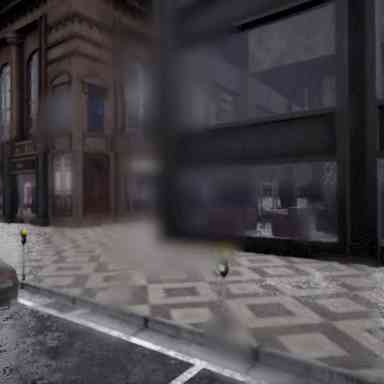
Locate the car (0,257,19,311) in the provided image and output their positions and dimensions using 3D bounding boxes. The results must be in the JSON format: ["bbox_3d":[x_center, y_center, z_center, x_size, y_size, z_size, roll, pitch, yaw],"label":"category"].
[{"bbox_3d":[-5.166,1.630,6.659,4.403,1.369,2.008,-1,0,36],"label":"car"}]
